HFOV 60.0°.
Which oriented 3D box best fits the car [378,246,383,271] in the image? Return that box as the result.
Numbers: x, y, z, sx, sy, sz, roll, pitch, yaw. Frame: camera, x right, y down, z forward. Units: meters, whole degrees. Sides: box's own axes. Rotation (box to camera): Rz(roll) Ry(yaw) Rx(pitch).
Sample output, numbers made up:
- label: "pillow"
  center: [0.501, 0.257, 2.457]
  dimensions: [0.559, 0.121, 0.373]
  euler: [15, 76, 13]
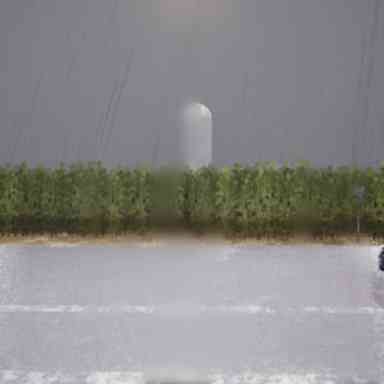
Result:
- label: "car"
  center: [7.051, 1.587, 8.241]
  dimensions: [4.674, 1.442, 1.812]
  euler: [0, -1, -9]
